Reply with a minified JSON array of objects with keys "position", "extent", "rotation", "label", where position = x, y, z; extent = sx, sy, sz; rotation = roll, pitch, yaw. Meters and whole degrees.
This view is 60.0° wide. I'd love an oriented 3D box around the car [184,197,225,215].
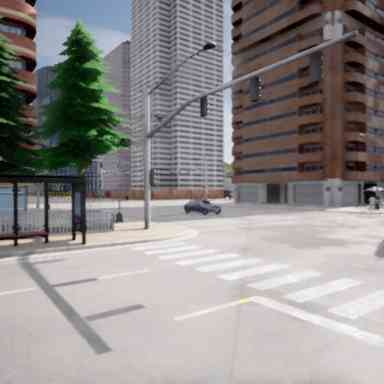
[{"position":[0.961,1.466,33.060],"extent":[1.812,1.442,4.674],"rotation":[0,0,-35],"label":"car"}]
